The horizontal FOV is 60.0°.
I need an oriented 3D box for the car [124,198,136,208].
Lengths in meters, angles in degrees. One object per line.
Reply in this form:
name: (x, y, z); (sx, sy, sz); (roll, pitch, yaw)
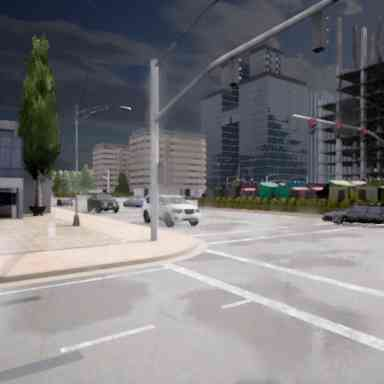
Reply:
car: (-8.246, 1.554, 46.856); (1.994, 1.385, 4.181); (0, 0, -33)

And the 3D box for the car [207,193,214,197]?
car: (3.369, 1.138, 62.514); (3.866, 1.878, 1.905); (0, 0, -34)

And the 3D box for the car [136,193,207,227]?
car: (-1.598, 1.217, 23.136); (2.150, 2.045, 5.566); (0, 0, -33)

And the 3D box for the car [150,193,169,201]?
car: (-7.670, 1.138, 78.739); (3.866, 1.878, 1.905); (0, 0, -34)

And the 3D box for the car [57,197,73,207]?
car: (-19.796, 1.520, 51.708); (1.812, 1.442, 4.674); (0, 0, -32)

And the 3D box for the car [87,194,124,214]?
car: (-9.638, 1.217, 35.686); (2.150, 2.045, 5.566); (0, 0, -33)

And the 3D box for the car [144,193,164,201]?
car: (-9.249, 1.135, 81.165); (4.605, 1.855, 1.932); (0, 0, -34)

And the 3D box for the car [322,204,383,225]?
car: (11.697, 1.537, 22.298); (5.357, 1.411, 2.033); (0, 0, 33)
